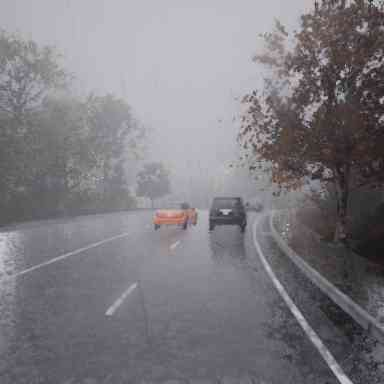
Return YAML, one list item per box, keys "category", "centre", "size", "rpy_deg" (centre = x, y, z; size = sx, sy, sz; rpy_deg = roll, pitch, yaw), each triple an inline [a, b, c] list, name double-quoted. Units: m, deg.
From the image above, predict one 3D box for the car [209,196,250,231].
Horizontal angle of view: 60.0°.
- category: "car"
  centre: [2.392, 1.277, 21.226]
  size: [2.150, 2.045, 5.566]
  rpy_deg: [-1, 0, 11]

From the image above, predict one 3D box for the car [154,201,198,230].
- category: "car"
  centre: [-0.947, 1.439, 22.220]
  size: [2.097, 1.767, 4.553]
  rpy_deg: [-1, 0, 11]

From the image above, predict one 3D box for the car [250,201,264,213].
- category: "car"
  centre: [7.163, 1.737, 38.638]
  size: [1.895, 1.301, 4.718]
  rpy_deg: [-1, -1, 19]
